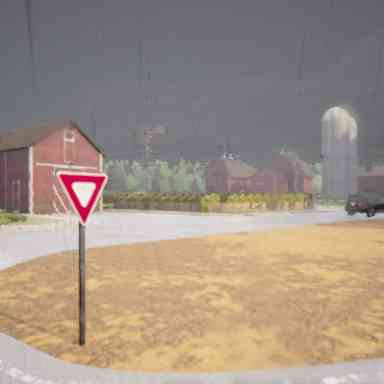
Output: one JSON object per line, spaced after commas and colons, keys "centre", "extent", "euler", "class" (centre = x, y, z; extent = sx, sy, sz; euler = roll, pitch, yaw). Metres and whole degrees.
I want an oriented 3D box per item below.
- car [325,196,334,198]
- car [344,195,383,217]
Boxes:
{"centre": [34.680, 1.729, 83.547], "extent": [2.242, 1.667, 4.611], "euler": [0, 0, 35], "class": "car"}
{"centre": [16.826, 1.261, 31.415], "extent": [5.566, 2.045, 2.150], "euler": [0, 0, -30], "class": "car"}
